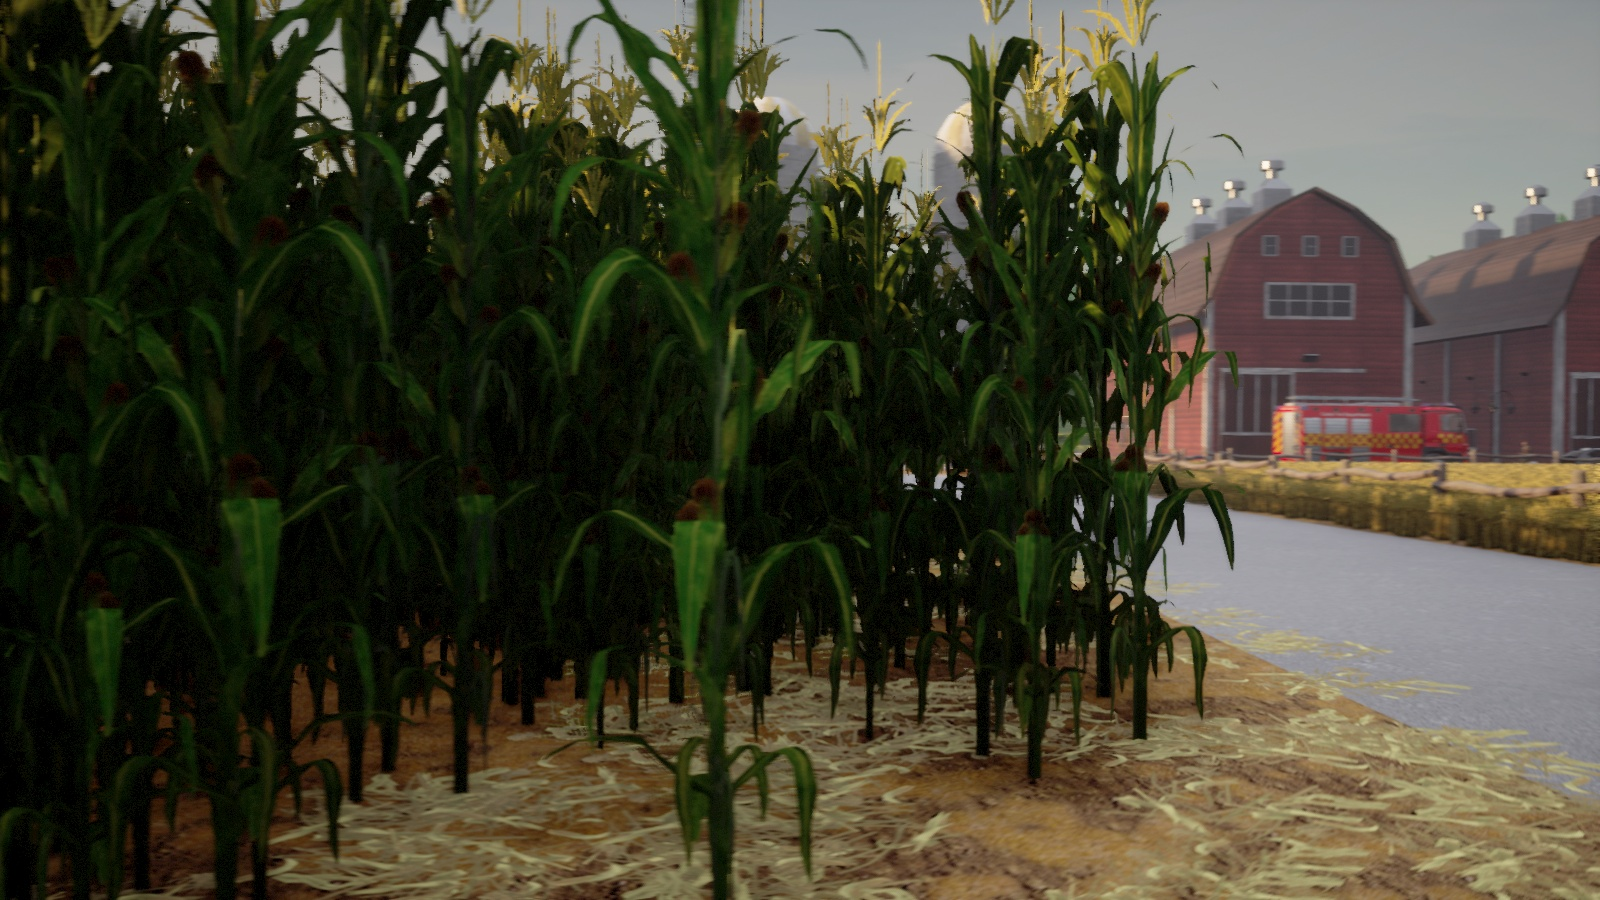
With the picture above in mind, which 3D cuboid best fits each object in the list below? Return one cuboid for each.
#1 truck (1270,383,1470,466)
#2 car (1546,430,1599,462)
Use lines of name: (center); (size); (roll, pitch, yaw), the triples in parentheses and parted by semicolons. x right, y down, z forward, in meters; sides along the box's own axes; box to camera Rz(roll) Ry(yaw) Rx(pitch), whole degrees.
truck: (27.396, -1.245, 60.542); (8.468, 3.827, 2.891); (-1, 1, -5)
car: (39.084, -0.211, 61.377); (4.193, 1.474, 1.816); (-1, 1, -4)
